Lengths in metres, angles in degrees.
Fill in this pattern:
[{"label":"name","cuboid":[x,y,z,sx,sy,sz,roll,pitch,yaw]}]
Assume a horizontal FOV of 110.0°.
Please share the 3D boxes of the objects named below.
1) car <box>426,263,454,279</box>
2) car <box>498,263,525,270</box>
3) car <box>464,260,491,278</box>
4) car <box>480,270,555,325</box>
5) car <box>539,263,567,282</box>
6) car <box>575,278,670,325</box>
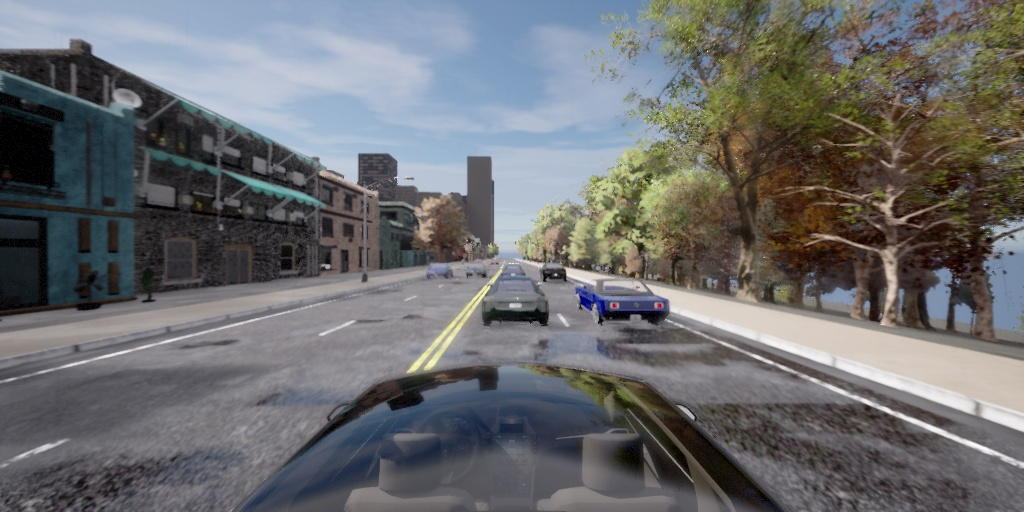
[{"label":"car","cuboid":[-6.595,1.359,33.253,1.812,1.442,4.674,0,0,0]},{"label":"car","cuboid":[0.093,1.386,29.081,1.994,1.385,4.181,0,0,0]},{"label":"car","cuboid":[-3.353,1.362,34.690,1.812,1.442,4.674,0,0,0]},{"label":"car","cuboid":[0.098,1.341,11.888,1.994,1.385,4.181,0,0,0]},{"label":"car","cuboid":[3.342,1.302,29.883,1.882,1.535,5.008,0,0,0]},{"label":"car","cuboid":[3.347,1.378,11.911,1.895,1.301,4.718,0,0,0]}]
